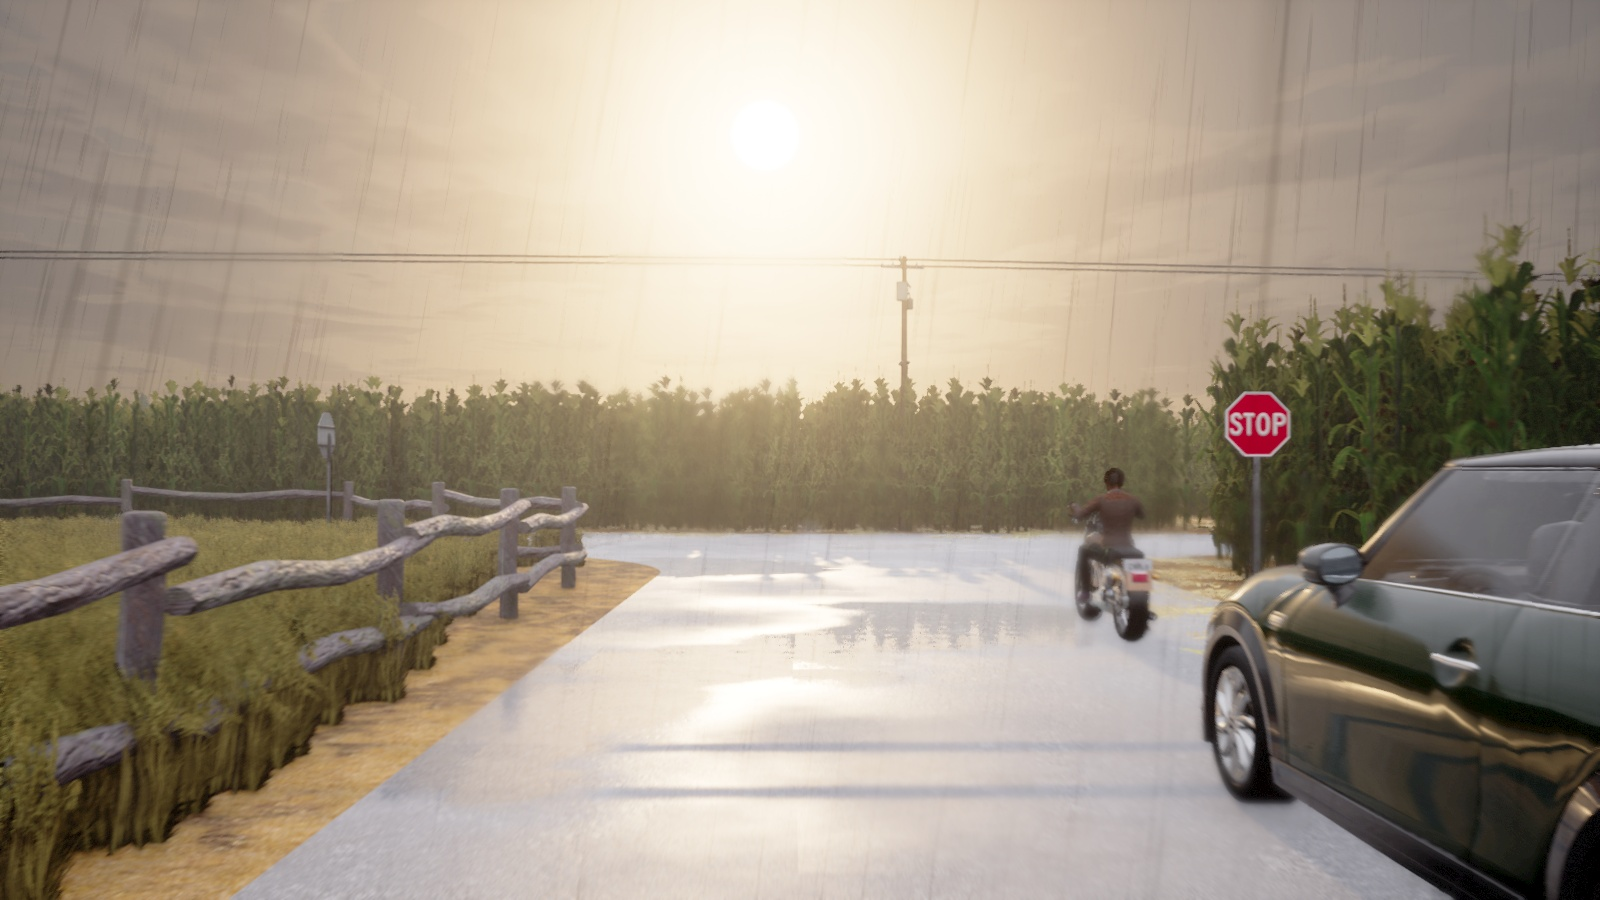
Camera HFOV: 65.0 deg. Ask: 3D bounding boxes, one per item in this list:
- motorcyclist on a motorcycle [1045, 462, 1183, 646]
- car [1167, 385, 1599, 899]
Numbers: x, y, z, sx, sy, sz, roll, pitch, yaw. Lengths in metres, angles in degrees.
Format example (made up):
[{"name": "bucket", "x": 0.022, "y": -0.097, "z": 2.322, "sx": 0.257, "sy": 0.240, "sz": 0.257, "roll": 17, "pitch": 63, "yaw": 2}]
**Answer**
[{"name": "motorcyclist on a motorcycle", "x": 3.069, "y": 0.962, "z": 12.516, "sx": 0.766, "sy": 1.649, "sz": 2.350, "roll": 0, "pitch": -1, "yaw": 0}, {"name": "car", "x": 3.088, "y": 0.739, "z": 4.655, "sx": 2.097, "sy": 1.767, "sz": 4.553, "roll": 0, "pitch": -1, "yaw": 0}]
